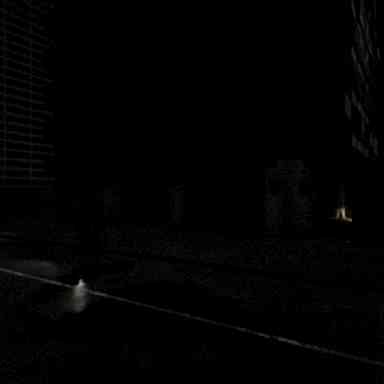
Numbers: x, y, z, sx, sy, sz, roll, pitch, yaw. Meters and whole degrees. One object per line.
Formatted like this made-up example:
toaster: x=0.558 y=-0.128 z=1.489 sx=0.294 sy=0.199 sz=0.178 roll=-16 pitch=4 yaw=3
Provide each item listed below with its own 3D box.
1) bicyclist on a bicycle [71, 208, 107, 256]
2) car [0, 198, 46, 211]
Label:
bicyclist on a bicycle: x=-3.718 y=1.357 z=11.955 sx=0.582 sy=1.620 sz=1.656 roll=0 pitch=9 yaw=33
car: x=-19.791 y=1.452 z=39.436 sx=2.128 sy=1.511 sz=4.902 roll=0 pitch=0 yaw=33
